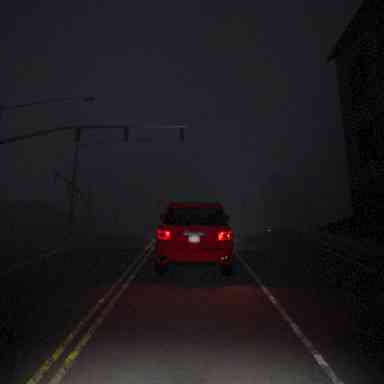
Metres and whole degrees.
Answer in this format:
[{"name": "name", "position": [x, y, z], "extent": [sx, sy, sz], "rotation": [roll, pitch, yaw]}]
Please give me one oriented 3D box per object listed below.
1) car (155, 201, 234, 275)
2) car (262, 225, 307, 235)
[{"name": "car", "position": [0.089, 1.329, 11.027], "extent": [2.150, 2.045, 5.566], "rotation": [1, -1, 1]}, {"name": "car", "position": [8.641, 3.748, 29.383], "extent": [4.902, 1.511, 2.128], "rotation": [3, -15, -11]}]
